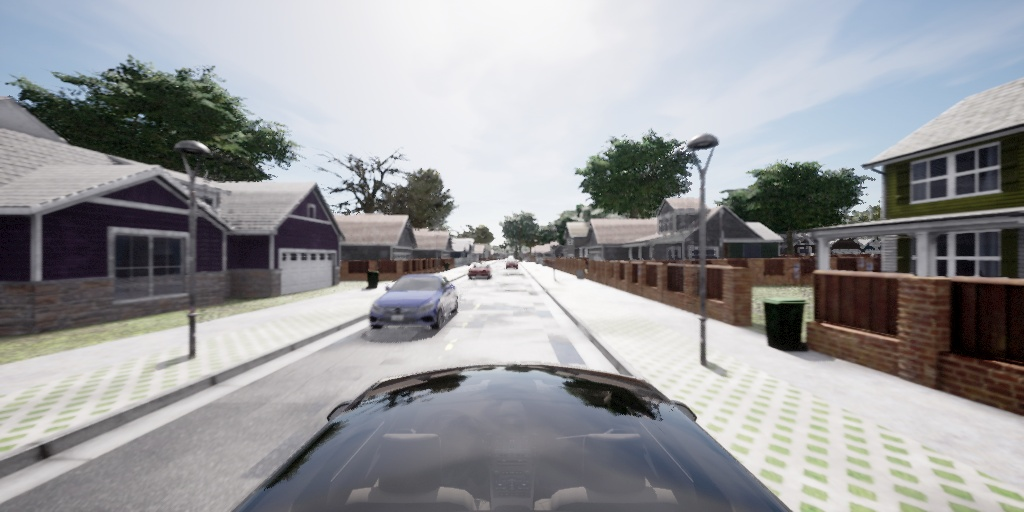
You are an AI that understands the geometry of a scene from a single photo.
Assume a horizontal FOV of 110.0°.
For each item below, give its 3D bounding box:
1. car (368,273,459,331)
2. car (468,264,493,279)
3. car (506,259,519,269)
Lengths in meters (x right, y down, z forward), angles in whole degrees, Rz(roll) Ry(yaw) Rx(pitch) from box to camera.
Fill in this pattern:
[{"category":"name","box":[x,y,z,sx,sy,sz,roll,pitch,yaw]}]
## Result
[{"category":"car","box":[-2.809,1.276,11.188,1.812,1.442,4.674,0,0,0]},{"category":"car","box":[-2.756,1.330,31.920,1.895,1.301,4.718,0,0,0]},{"category":"car","box":[0.009,1.277,53.365,1.895,1.301,4.718,0,0,0]}]
